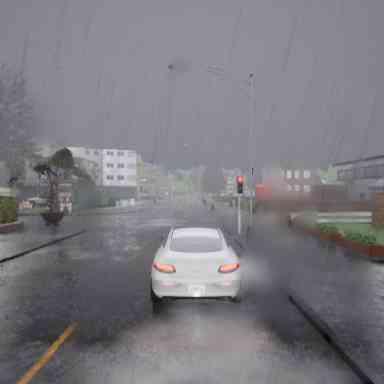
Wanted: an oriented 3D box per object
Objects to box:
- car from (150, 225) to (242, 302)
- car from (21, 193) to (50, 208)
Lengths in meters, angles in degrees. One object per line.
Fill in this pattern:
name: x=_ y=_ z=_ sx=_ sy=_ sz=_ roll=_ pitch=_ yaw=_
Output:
car: x=0.086 y=1.530 z=8.133 sx=1.812 sy=1.442 sz=4.674 roll=0 pitch=0 yaw=0
car: x=-19.817 y=1.008 z=42.788 sx=1.905 sy=1.878 sz=3.866 roll=0 pitch=0 yaw=35
